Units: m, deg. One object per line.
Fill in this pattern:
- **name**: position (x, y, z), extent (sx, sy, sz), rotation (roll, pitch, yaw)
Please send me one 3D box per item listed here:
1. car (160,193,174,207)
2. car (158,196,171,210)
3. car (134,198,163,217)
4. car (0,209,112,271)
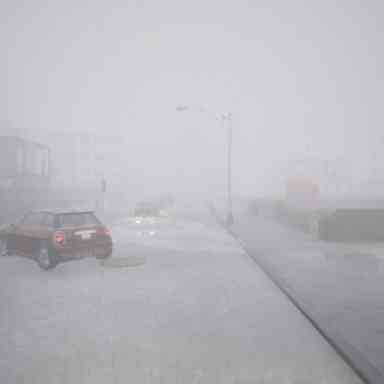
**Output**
- **car**: position (-4.008, 1.165, 51.273), extent (2.150, 2.045, 5.566), rotation (0, 0, 0)
- **car**: position (-4.075, 1.556, 40.880), extent (1.895, 1.301, 4.718), rotation (0, 0, 0)
- **car**: position (-4.095, 1.530, 30.978), extent (1.994, 1.385, 4.181), rotation (0, 0, 0)
- **car**: position (-4.736, 1.337, 11.186), extent (4.553, 1.767, 2.097), rotation (0, 0, 41)
